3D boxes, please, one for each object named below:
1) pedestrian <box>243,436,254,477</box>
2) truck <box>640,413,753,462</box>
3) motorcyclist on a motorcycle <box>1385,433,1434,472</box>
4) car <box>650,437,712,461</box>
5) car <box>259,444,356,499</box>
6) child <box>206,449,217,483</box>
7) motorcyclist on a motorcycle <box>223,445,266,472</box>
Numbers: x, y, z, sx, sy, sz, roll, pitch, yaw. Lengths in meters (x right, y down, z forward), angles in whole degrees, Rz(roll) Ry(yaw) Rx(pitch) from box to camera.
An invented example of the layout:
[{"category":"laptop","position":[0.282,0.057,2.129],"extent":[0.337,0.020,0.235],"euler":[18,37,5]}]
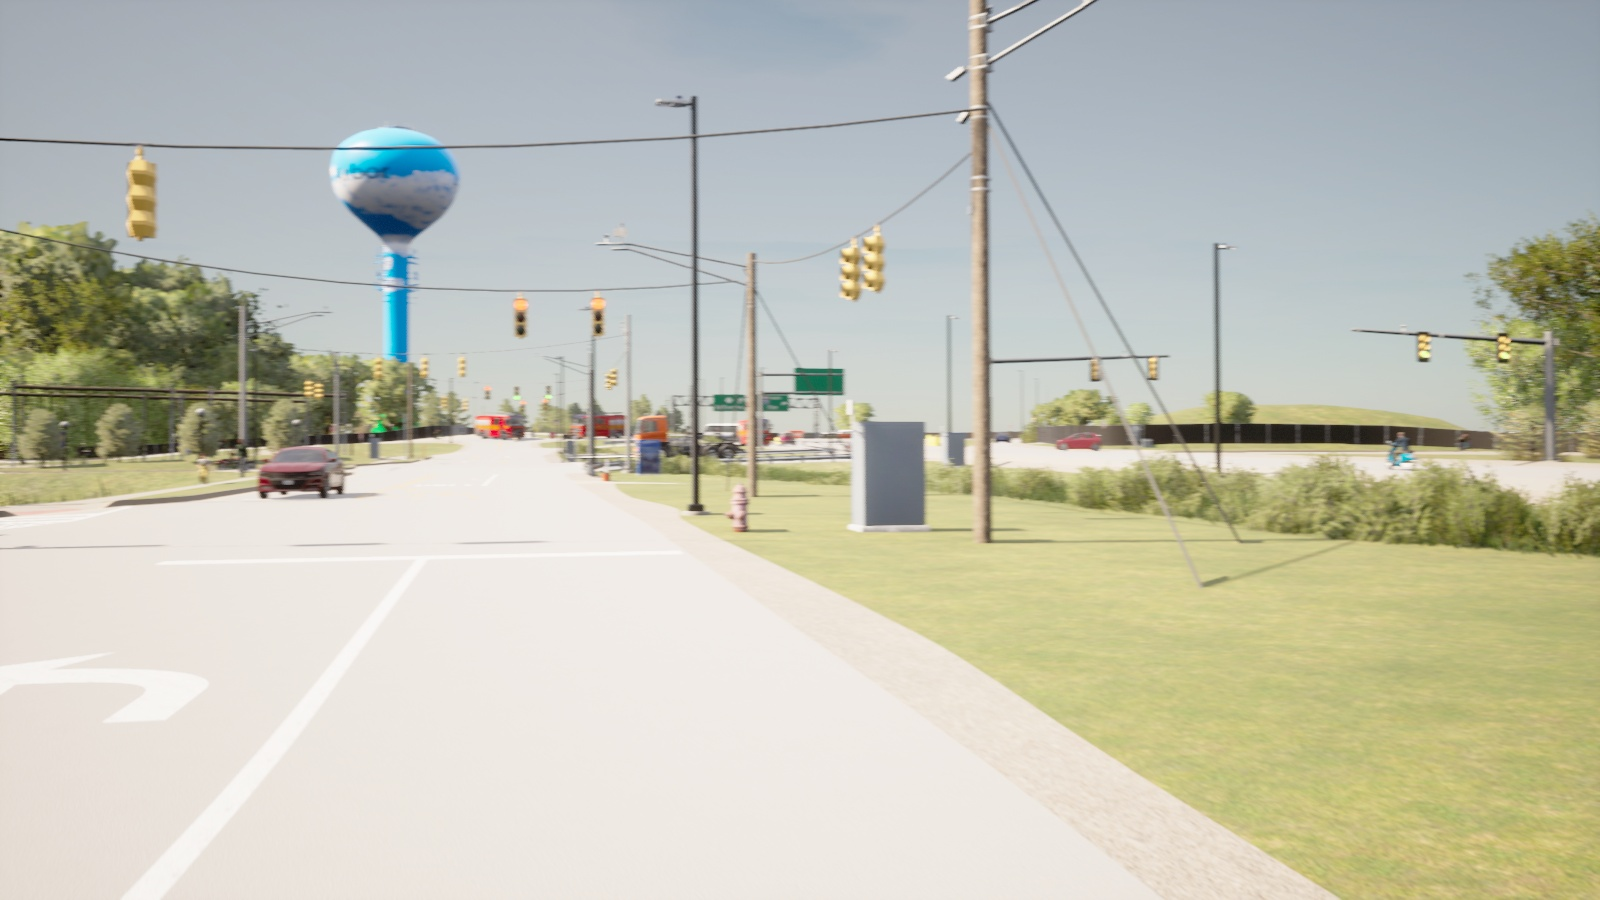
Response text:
[{"category":"pedestrian","position":[-24.989,0.295,56.933],"extent":[0.353,1.847,0.614],"euler":[0,-1,-12]},{"category":"truck","position":[-7.629,-0.928,92.325],"extent":[7.936,3.462,2.891],"euler":[-1,1,-12]},{"category":"motorcyclist on a motorcycle","position":[25.001,0.105,51.554],"extent":[0.866,1.590,1.817],"euler":[0,0,-12]},{"category":"car","position":[-9.067,-0.115,95.709],"extent":[4.553,1.767,2.097],"euler":[0,1,-9]},{"category":"car","position":[-14.726,0.603,37.795],"extent":[1.882,1.535,5.008],"euler":[0,0,-12]},{"category":"child","position":[-22.038,0.612,46.999],"extent":[0.270,1.263,0.437],"euler":[0,-1,-9]},{"category":"motorcyclist on a motorcycle","position":[-34.540,0.515,78.050],"extent":[2.350,1.649,0.766],"euler":[0,1,-16]}]
